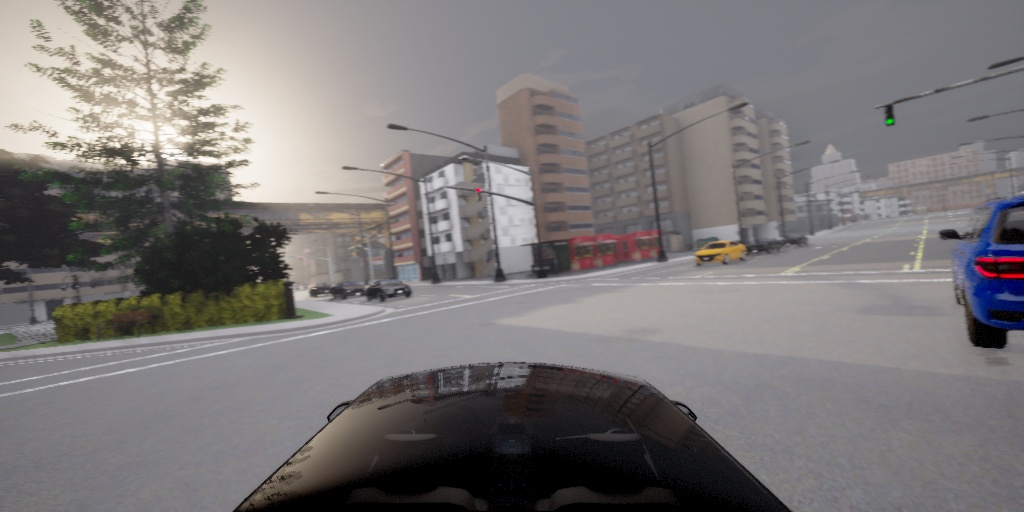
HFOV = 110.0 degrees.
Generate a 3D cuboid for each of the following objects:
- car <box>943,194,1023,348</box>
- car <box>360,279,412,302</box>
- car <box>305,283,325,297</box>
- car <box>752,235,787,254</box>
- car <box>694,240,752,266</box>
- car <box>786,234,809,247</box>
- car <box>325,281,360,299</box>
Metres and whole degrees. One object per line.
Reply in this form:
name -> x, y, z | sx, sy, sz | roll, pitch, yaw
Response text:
car -> 8.229, 0.039, 5.280 | 5.566, 2.045, 2.150 | -6, 0, -41
car -> -8.547, 2.289, 24.672 | 1.994, 1.385, 4.181 | -7, 0, -40
car -> -20.962, 3.709, 39.526 | 1.994, 1.385, 4.181 | -7, 0, -40
car -> 21.371, -0.864, 30.591 | 4.718, 1.301, 1.895 | -5, -1, -40
car -> 14.225, -0.288, 24.461 | 5.008, 1.535, 1.882 | -6, 0, -40
car -> 29.095, -1.598, 37.163 | 4.718, 1.301, 1.895 | -5, -1, -40
car -> -14.556, 2.960, 31.848 | 2.033, 1.411, 5.357 | -7, 0, -40
